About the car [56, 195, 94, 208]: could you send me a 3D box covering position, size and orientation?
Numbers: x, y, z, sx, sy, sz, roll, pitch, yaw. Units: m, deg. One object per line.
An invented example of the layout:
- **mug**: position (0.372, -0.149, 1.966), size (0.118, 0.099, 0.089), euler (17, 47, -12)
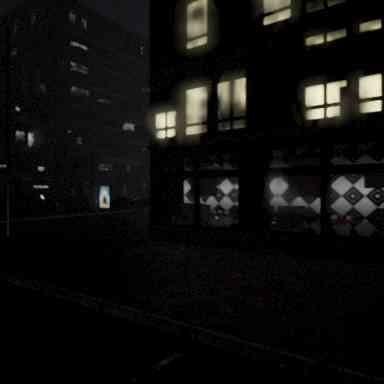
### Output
- **car**: position (-14.514, 1.143, 41.425), size (1.802, 1.307, 4.206), euler (1, 2, 35)

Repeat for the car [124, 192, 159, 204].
- **car**: position (-7.146, 0.865, 47.440), size (1.882, 1.535, 5.008), euler (0, 1, 35)

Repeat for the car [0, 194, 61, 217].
- **car**: position (-13.971, 1.081, 27.576), size (2.192, 1.841, 5.009), euler (1, 2, 35)

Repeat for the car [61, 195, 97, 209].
- **car**: position (-13.361, 1.083, 38.577), size (2.128, 1.511, 4.902), euler (0, 1, 35)

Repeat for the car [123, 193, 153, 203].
- **car**: position (-8.156, 0.902, 50.512), size (2.008, 1.369, 4.403), euler (1, 2, 35)

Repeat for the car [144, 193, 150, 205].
- **car**: position (-4.432, 1.020, 41.217), size (1.947, 1.339, 4.313), euler (1, 2, 35)

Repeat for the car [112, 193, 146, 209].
- **car**: position (-7.612, 1.125, 36.672), size (1.947, 1.339, 4.313), euler (1, 2, 35)
